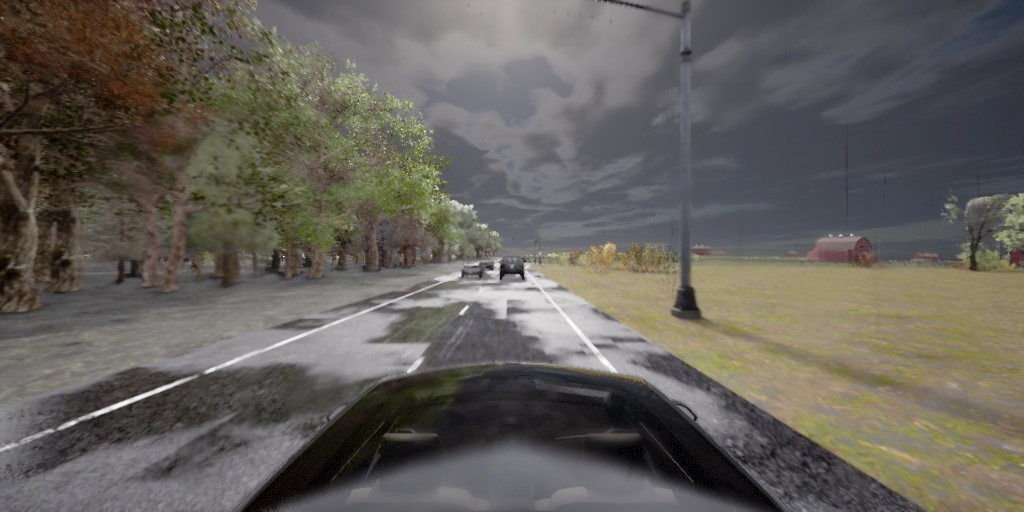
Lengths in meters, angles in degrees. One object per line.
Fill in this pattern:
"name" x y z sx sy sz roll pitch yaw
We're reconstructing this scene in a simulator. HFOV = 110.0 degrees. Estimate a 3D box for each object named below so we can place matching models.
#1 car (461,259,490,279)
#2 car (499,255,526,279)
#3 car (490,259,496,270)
"car" -3.468 1.206 32.687 2.128 1.511 4.902 0 0 1
"car" 0.021 0.939 31.823 2.150 2.045 5.566 0 1 0
"car" -3.420 1.193 49.784 1.837 1.490 4.892 0 1 0
